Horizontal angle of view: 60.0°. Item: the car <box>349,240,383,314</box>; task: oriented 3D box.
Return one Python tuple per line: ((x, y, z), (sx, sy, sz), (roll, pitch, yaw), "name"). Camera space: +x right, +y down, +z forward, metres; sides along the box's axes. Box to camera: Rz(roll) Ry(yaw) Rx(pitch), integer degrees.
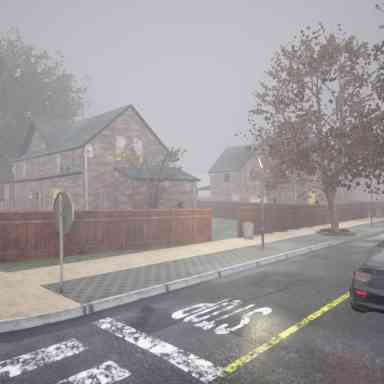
((4.752, 1.615, 6.873), (1.812, 1.442, 4.674), (-1, -1, 43), "car")
